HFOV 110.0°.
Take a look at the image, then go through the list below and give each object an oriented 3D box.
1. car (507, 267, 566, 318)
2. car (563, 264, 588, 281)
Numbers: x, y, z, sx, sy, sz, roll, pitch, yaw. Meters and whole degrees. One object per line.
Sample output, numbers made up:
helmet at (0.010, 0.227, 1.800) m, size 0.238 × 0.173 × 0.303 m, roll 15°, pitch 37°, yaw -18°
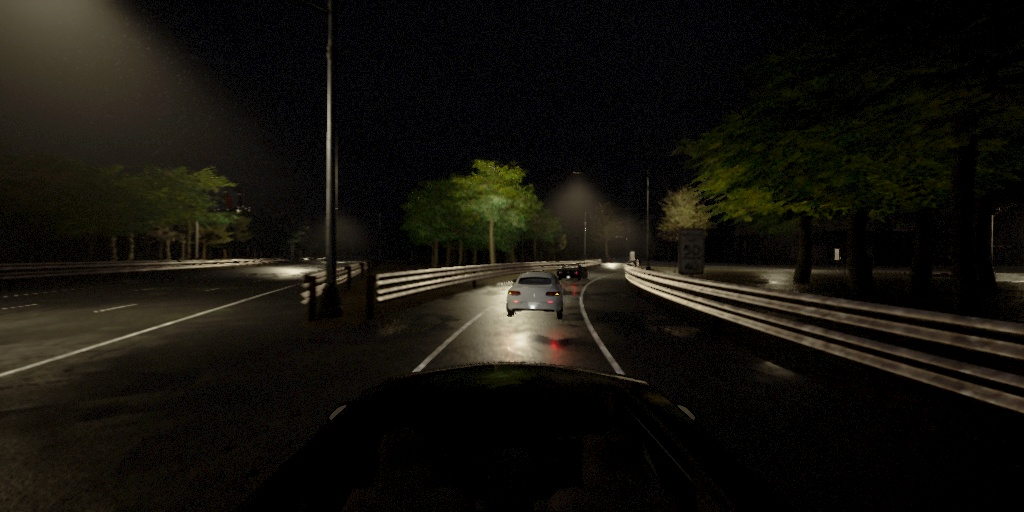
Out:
car at (0.950, 1.281, 13.031) m, size 1.812 × 1.442 × 4.674 m, roll 0°, pitch 0°, yaw 8°
car at (5.207, 1.349, 30.228) m, size 1.895 × 1.301 × 4.718 m, roll 0°, pitch 0°, yaw 20°
